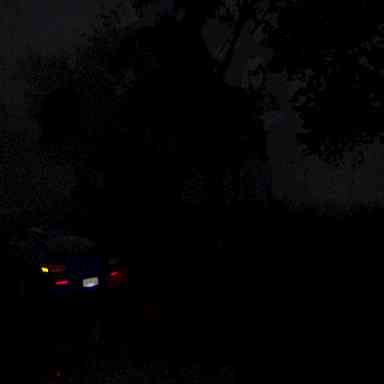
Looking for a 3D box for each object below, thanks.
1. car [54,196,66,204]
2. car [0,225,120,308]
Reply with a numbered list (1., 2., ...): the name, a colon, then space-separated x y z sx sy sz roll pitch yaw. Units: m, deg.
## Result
1. car: -24.710 1.417 62.977 2.128 1.511 4.902 -1 1 -9
2. car: -3.423 1.536 8.032 1.812 1.442 4.674 0 0 -41
